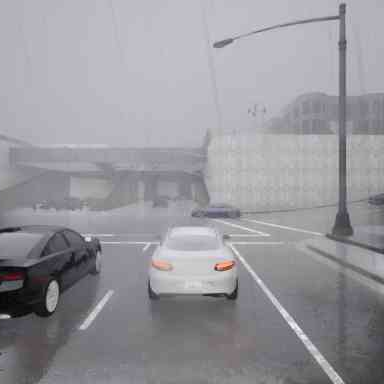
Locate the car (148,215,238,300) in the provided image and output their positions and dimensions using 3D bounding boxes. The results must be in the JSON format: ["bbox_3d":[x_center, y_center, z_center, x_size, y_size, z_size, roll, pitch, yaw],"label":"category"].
[{"bbox_3d":[0.015,1.526,8.292,1.812,1.442,4.674,0,0,0],"label":"car"}]

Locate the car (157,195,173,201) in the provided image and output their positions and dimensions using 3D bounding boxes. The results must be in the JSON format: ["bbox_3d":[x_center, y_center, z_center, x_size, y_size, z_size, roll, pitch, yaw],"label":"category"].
[{"bbox_3d":[-6.800,1.500,83.575,1.837,1.490,4.892,0,0,24],"label":"car"}]

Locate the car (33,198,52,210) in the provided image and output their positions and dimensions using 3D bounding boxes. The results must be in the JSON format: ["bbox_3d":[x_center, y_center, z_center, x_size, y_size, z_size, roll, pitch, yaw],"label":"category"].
[{"bbox_3d":[-18.650,1.491,42.582,2.128,1.511,4.902,0,0,-2],"label":"car"}]

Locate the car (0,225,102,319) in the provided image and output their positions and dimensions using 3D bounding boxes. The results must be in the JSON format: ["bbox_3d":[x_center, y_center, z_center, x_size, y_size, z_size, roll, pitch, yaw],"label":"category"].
[{"bbox_3d":[-3.479,1.478,7.492,1.882,1.535,5.008,0,0,0],"label":"car"}]

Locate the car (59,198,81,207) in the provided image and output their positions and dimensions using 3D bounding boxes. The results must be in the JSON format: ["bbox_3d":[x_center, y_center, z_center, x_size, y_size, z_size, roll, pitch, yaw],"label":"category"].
[{"bbox_3d":[-18.962,1.601,51.840,1.895,1.301,4.718,0,0,-2],"label":"car"}]

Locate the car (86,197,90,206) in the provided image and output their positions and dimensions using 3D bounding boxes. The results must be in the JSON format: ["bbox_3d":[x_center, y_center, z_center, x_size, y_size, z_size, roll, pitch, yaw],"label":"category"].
[{"bbox_3d":[-15.404,1.491,50.147,2.128,1.511,4.902,0,0,-2],"label":"car"}]

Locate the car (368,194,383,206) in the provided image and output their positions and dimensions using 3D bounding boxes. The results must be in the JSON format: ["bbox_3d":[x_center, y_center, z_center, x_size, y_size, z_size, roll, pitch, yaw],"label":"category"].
[{"bbox_3d":[17.043,0.276,27.233,4.718,1.301,1.895,-10,0,-1],"label":"car"}]

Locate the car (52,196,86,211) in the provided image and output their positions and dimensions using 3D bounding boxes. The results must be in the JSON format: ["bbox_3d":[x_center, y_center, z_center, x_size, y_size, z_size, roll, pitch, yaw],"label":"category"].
[{"bbox_3d":[-15.091,1.352,41.047,2.097,1.767,4.553,0,0,-2],"label":"car"}]

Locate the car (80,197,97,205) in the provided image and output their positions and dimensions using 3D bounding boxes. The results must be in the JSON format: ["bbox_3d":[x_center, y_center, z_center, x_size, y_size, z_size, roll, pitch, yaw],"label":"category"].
[{"bbox_3d":[-19.265,1.601,62.212,1.895,1.301,4.718,0,0,-1],"label":"car"}]

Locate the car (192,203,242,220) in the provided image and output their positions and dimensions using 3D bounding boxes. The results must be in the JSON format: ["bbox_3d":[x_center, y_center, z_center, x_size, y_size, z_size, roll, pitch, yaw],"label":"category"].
[{"bbox_3d":[2.069,1.579,27.627,4.181,1.385,1.994,0,0,10],"label":"car"}]

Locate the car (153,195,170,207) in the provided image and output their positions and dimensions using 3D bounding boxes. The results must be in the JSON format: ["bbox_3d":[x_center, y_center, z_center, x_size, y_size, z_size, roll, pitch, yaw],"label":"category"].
[{"bbox_3d":[-4.703,1.564,49.983,1.994,1.385,4.181,0,0,-2],"label":"car"}]

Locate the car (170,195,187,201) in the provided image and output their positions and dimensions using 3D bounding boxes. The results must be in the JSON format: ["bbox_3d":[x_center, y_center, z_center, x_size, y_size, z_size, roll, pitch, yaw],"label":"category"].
[{"bbox_3d":[-2.964,1.524,83.732,1.812,1.442,4.674,0,0,27],"label":"car"}]
